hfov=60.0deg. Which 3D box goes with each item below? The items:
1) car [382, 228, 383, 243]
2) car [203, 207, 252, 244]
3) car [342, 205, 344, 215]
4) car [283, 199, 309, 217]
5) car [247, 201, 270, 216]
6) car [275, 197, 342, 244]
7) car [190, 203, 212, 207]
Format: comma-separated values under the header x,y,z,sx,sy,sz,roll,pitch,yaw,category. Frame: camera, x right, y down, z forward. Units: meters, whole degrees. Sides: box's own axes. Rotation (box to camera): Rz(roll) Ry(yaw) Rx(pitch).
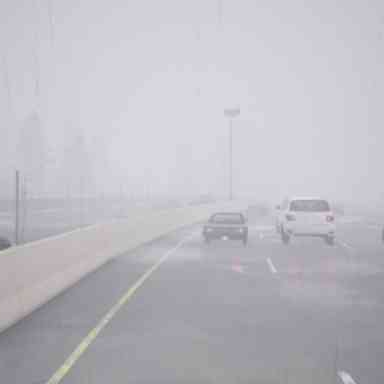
x,y,z,sx,sy,sz,roll,pitch,yaw,category
7.881,1.258,9.981,2.150,2.045,5.566,0,0,7,car
1.754,1.619,15.895,1.895,1.301,4.718,0,0,10,car
14.818,1.681,34.671,1.895,1.301,4.718,0,0,24,car
10.683,1.556,33.808,2.128,1.511,4.902,0,0,22,car
6.562,1.574,32.916,1.812,1.442,4.674,0,0,21,car
5.359,1.253,16.201,2.150,2.045,5.566,0,0,11,car
1.544,1.262,47.780,2.150,2.045,5.566,0,0,28,car
